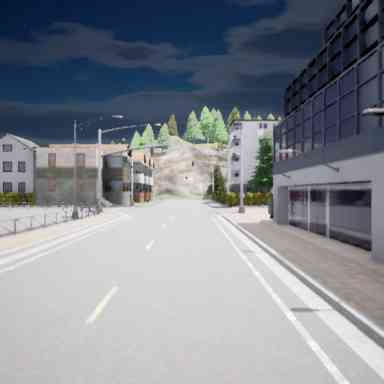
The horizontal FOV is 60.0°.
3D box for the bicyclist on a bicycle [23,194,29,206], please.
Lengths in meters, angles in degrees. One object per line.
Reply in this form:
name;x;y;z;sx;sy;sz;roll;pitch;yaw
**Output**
bicyclist on a bicycle;-22.330;1.097;44.685;0.582;1.620;1.656;0;0;0
